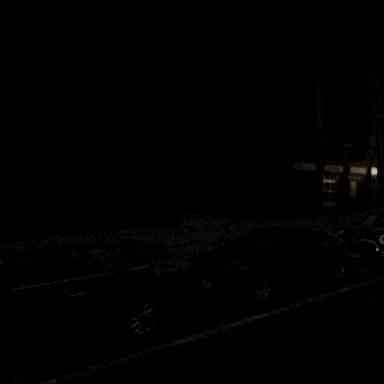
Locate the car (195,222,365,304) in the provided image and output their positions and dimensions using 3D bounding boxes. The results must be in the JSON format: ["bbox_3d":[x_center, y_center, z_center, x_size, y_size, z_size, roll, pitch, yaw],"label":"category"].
[{"bbox_3d":[2.093,1.546,8.137,4.313,1.339,1.947,0,0,-35],"label":"car"}]

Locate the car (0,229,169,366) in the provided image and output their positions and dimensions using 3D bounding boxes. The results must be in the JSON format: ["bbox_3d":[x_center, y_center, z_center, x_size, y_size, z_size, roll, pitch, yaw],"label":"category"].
[{"bbox_3d":[-2.468,1.438,4.885,4.097,1.590,1.967,0,0,-35],"label":"car"}]

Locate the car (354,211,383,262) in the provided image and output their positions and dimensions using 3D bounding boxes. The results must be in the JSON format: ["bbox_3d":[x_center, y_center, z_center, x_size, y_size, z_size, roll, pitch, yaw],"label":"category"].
[{"bbox_3d":[6.654,1.403,11.389,4.097,1.590,1.967,0,0,-35],"label":"car"}]
